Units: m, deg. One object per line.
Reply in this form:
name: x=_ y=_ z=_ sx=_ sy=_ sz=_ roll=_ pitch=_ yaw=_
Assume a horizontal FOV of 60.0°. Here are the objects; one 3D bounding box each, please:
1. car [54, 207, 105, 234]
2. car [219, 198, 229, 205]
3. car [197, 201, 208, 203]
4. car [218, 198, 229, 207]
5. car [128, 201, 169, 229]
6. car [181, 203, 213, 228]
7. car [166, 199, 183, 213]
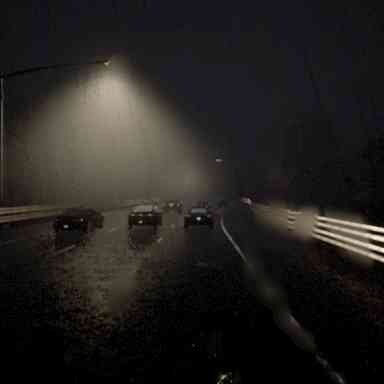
car: x=-6.617 y=1.650 z=19.905 sx=1.812 sy=1.442 sz=4.674 roll=0 pitch=0 yaw=1
car: x=6.606 y=1.895 z=68.928 sx=1.994 sy=1.385 sz=4.181 roll=0 pitch=0 yaw=5
car: x=1.286 y=1.827 z=42.234 sx=2.033 sy=1.411 sz=5.357 roll=0 pitch=0 yaw=3
car: x=5.747 y=1.922 z=60.573 sx=1.837 sy=1.490 sz=4.892 roll=0 pitch=0 yaw=6
car: x=-3.041 y=1.635 z=22.559 sx=2.128 sy=1.511 sz=4.902 roll=0 pitch=0 yaw=1
car: x=0.496 y=1.718 z=23.686 sx=1.994 sy=1.385 sz=4.181 roll=0 pitch=0 yaw=2
car: x=-2.287 y=1.619 z=40.781 sx=2.097 sy=1.767 sz=4.553 roll=0 pitch=0 yaw=3
